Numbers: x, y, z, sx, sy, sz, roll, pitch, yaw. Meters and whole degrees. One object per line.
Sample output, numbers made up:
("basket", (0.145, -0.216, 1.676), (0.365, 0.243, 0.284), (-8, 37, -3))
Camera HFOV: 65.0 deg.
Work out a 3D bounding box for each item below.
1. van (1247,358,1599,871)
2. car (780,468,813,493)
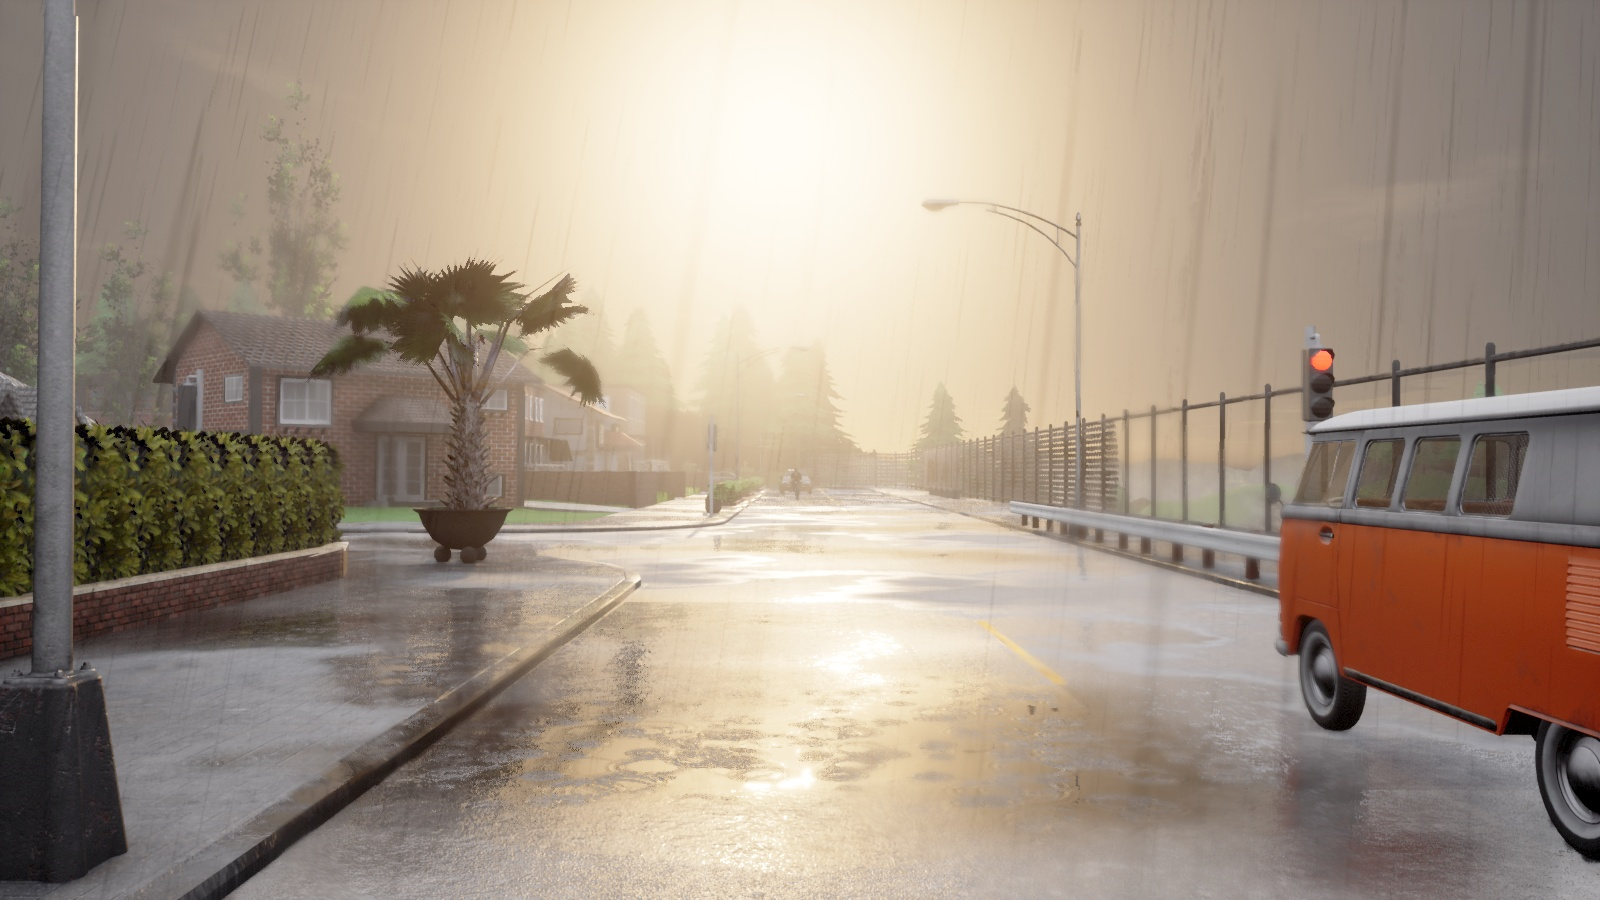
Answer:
("van", (3.981, 0.659, 6.434), (1.775, 1.987, 4.442), (0, -1, 0))
("car", (-0.261, 2.129, 87.697), (2.242, 1.667, 4.611), (0, -1, 0))
